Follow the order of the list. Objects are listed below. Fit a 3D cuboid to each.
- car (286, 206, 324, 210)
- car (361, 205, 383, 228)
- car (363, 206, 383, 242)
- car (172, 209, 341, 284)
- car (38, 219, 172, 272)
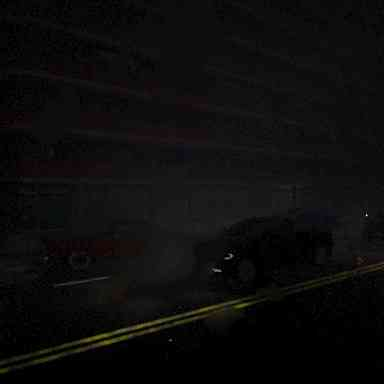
[{"bbox_3d":[5.267,1.469,16.335,5.008,1.535,1.882,0,0,-35],"label":"car"},{"bbox_3d":[13.477,1.586,22.181,4.718,1.301,1.895,0,0,-35],"label":"car"},{"bbox_3d":[9.786,1.467,15.255,5.008,1.535,1.882,0,0,-35],"label":"car"},{"bbox_3d":[2.108,1.473,9.777,5.008,1.535,1.882,0,0,-35],"label":"car"},{"bbox_3d":[-2.388,1.598,10.896,4.718,1.301,1.895,0,0,-35],"label":"car"}]
